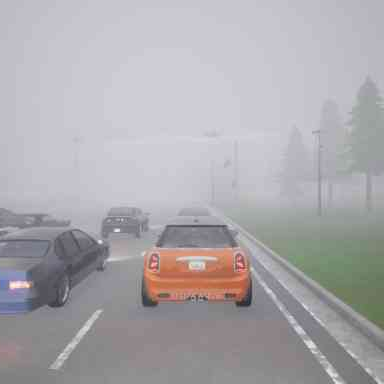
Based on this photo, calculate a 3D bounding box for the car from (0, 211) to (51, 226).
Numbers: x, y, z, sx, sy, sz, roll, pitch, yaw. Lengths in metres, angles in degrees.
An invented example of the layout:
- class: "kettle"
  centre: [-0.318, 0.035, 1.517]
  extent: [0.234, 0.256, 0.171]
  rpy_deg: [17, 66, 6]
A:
- class: "car"
  centre: [-6.916, 1.601, 14.504]
  extent: [1.895, 1.301, 4.718]
  rpy_deg: [0, 0, 0]

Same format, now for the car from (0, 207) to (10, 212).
- class: "car"
  centre: [-10.419, 1.478, 17.160]
  extent: [1.882, 1.535, 5.008]
  rpy_deg: [0, 0, 0]

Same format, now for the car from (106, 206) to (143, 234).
- class: "car"
  centre: [-3.420, 1.505, 17.615]
  extent: [1.837, 1.490, 4.892]
  rpy_deg: [0, 0, 0]

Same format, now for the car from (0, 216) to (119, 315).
- class: "car"
  centre: [-3.407, 1.547, 7.870]
  extent: [2.033, 1.411, 5.357]
  rpy_deg: [0, 0, 0]

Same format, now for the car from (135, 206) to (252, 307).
- class: "car"
  centre: [0.092, 1.352, 8.145]
  extent: [2.097, 1.767, 4.553]
  rpy_deg: [0, 0, 0]

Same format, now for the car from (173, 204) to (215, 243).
- class: "car"
  centre: [0.082, 1.478, 17.172]
  extent: [1.882, 1.535, 5.008]
  rpy_deg: [0, 0, 0]
